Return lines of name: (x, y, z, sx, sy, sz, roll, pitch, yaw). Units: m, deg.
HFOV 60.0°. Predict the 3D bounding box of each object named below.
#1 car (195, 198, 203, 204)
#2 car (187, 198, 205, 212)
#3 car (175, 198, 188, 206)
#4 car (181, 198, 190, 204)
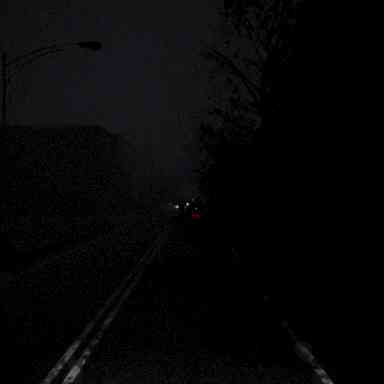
car: (1.615, 2.099, 80.331, 1.895, 1.301, 4.718, 0, 0, 2)
car: (0.616, 1.874, 44.562, 1.837, 1.490, 4.892, 0, 0, 1)
car: (-2.167, 2.019, 64.896, 1.994, 1.385, 4.181, 0, 0, 2)
car: (-1.625, 2.056, 80.707, 1.994, 1.385, 4.181, 0, 0, 2)
